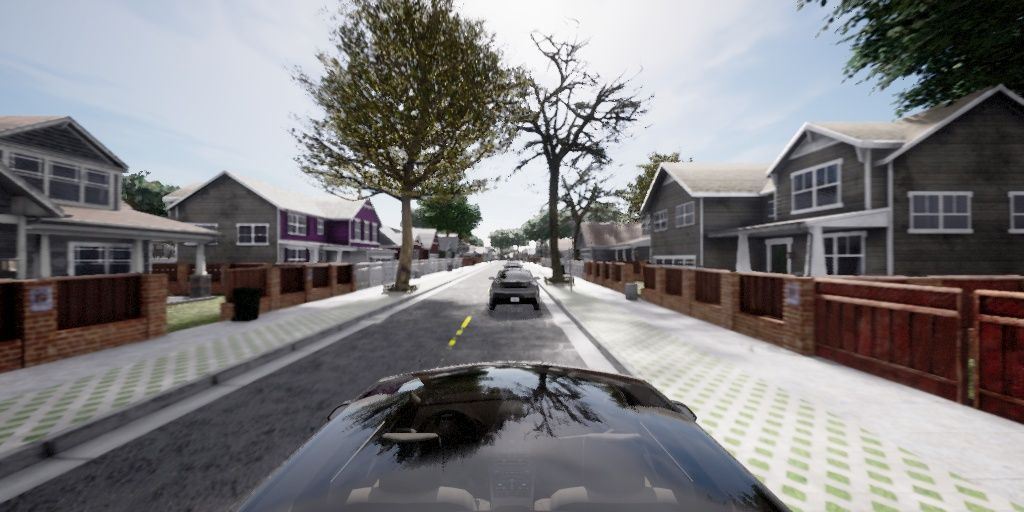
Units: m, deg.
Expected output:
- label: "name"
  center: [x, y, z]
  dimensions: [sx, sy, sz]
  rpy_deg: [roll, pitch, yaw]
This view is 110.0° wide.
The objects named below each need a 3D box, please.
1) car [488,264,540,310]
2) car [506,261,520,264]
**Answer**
- label: "car"
  center: [0.099, 1.257, 14.755]
  dimensions: [1.837, 1.490, 4.892]
  rpy_deg: [0, 0, 0]
- label: "car"
  center: [0.099, 1.257, 35.394]
  dimensions: [1.837, 1.490, 4.892]
  rpy_deg: [0, 0, 0]
